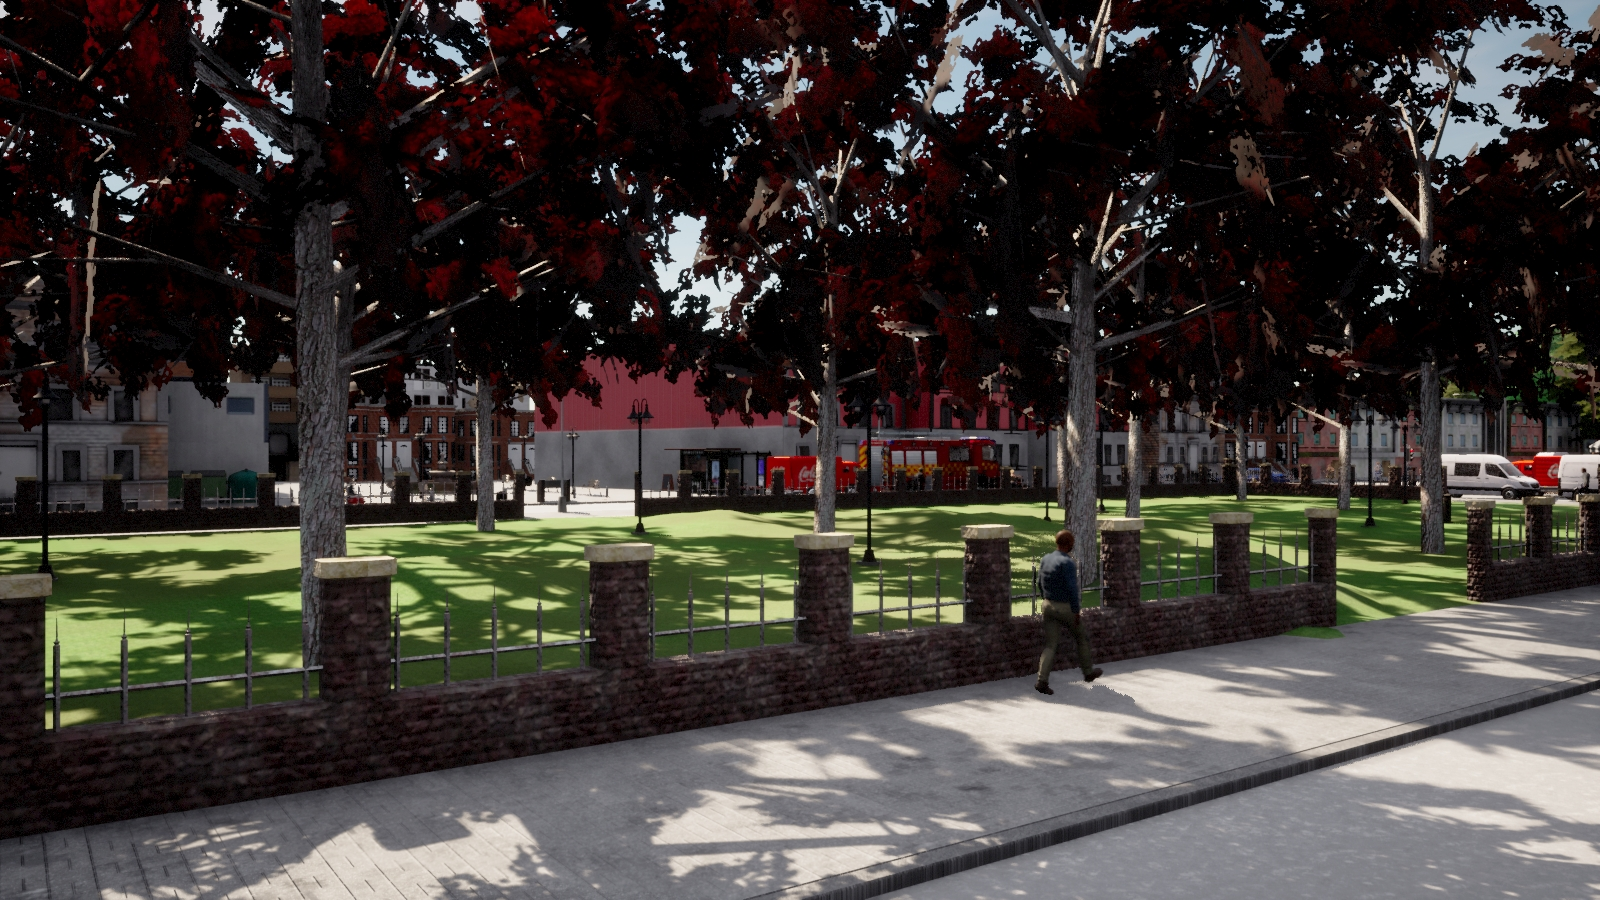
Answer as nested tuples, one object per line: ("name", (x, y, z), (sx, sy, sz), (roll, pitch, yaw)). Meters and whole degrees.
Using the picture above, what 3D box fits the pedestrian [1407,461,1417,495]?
("pedestrian", (33.652, 1.523, 62.804), (0.375, 1.860, 0.375), (0, 0, -35))

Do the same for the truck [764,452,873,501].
("truck", (0.982, 1.348, 60.339), (5.204, 2.467, 2.627), (0, 0, -35))

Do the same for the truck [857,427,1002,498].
("truck", (7.473, 0.671, 65.186), (8.468, 3.827, 2.891), (0, 0, -35))

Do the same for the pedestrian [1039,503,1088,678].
("pedestrian", (2.899, 1.525, 12.586), (0.375, 1.860, 0.375), (0, 0, -34))

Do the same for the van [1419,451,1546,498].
("van", (38.735, 1.314, 65.046), (1.988, 2.561, 5.915), (0, 0, -34))

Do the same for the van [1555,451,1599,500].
("van", (42.801, 1.314, 59.145), (1.988, 2.561, 5.915), (0, 0, -34))

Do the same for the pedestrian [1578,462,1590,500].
("pedestrian", (38.453, 1.525, 56.017), (0.375, 1.860, 0.375), (0, 0, -38))

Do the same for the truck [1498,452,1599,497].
("truck", (43.313, 1.345, 65.355), (2.627, 2.467, 5.204), (0, 0, -35))

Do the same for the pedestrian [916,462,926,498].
("pedestrian", (6.143, 1.524, 58.084), (0.375, 1.860, 0.375), (0, 0, -35))
